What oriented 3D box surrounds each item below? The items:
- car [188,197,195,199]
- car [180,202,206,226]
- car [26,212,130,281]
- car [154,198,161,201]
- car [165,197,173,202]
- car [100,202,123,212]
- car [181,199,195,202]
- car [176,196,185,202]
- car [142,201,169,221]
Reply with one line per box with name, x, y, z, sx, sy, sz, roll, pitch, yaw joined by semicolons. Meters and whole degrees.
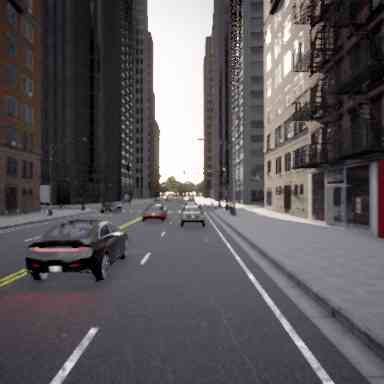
car;-0.123;2.076;90.875;1.994;1.385;4.181;0;0;0
car;0.070;1.731;25.015;2.033;1.411;5.357;0;0;0
car;-3.161;1.576;10.106;2.128;1.511;4.902;0;0;0
car;-9.878;2.264;94.806;1.895;1.301;4.718;0;0;0
car;-6.629;2.162;95.259;1.837;1.490;4.892;0;0;0
car;-9.804;1.886;40.868;1.994;1.385;4.181;0;0;0
car;-0.014;1.828;36.750;1.994;1.385;4.181;0;0;1
car;-3.372;2.052;90.455;2.033;1.411;5.357;0;0;0
car;-3.188;1.787;29.408;1.994;1.385;4.181;0;0;0
